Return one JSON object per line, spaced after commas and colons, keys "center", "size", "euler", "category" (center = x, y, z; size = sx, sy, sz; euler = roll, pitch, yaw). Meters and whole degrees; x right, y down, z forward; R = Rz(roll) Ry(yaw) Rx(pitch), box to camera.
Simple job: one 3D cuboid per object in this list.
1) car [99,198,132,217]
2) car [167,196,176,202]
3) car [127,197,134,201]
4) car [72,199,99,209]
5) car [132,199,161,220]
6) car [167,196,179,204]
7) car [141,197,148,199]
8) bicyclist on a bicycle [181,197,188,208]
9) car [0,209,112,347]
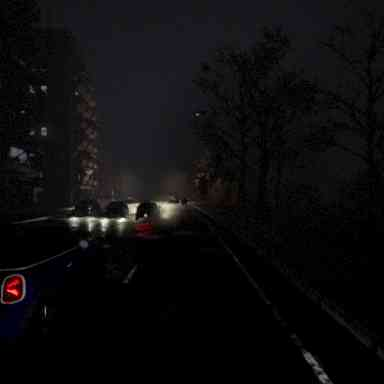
{"center": [-7.471, 1.648, 33.006], "size": [1.882, 1.535, 5.008], "euler": [0, 0, -3], "category": "car"}
{"center": [-5.194, 1.800, 83.826], "size": [2.033, 1.411, 5.357], "euler": [0, 0, -7], "category": "car"}
{"center": [-14.006, 1.825, 74.965], "size": [2.033, 1.411, 5.357], "euler": [0, 0, -6], "category": "car"}
{"center": [-10.789, 1.531, 34.228], "size": [2.097, 1.767, 4.553], "euler": [0, 0, -3], "category": "car"}
{"center": [-3.853, 1.654, 29.352], "size": [1.837, 1.490, 4.892], "euler": [0, 0, -3], "category": "car"}
{"center": [-3.967, 1.873, 72.855], "size": [2.128, 1.511, 4.902], "euler": [0, 0, -6], "category": "car"}
{"center": [-10.571, 1.734, 73.469], "size": [1.994, 1.385, 4.181], "euler": [0, 0, -6], "category": "car"}
{"center": [-0.845, 1.602, 47.644], "size": [0.659, 1.776, 1.843], "euler": [0, 0, -4], "category": "bicyclist on a bicycle"}
{"center": [-3.215, 1.388, 6.548], "size": [2.097, 1.767, 4.553], "euler": [0, 0, -1], "category": "car"}
